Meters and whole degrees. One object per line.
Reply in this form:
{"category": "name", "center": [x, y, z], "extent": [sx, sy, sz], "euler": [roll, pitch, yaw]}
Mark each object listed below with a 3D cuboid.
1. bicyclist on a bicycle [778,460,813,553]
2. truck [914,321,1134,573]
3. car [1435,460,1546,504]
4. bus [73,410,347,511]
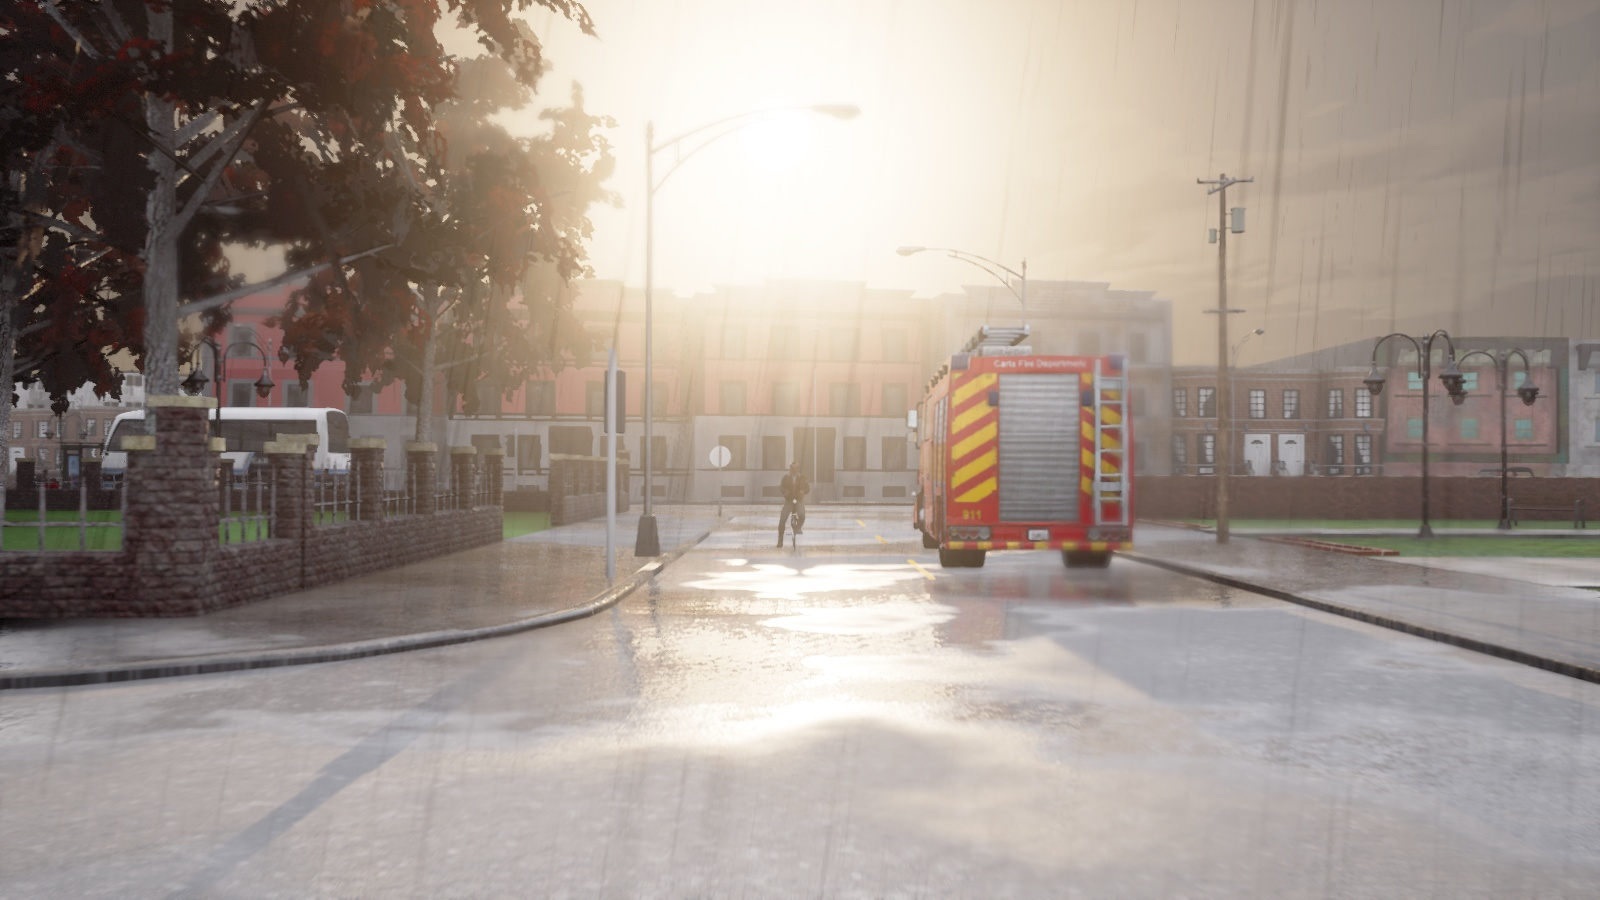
{"category": "bicyclist on a bicycle", "center": [-0.103, 1.106, 25.089], "extent": [0.659, 1.776, 1.843], "euler": [0, -1, -1]}
{"category": "truck", "center": [3.781, 0.025, 23.320], "extent": [2.891, 3.827, 8.468], "euler": [0, -1, 2]}
{"category": "car", "center": [30.557, 1.420, 55.652], "extent": [3.866, 1.878, 1.905], "euler": [0, -1, 0]}
{"category": "bus", "center": [-25.856, 0.471, 55.512], "extent": [10.273, 4.253, 3.944], "euler": [0, -1, 0]}
